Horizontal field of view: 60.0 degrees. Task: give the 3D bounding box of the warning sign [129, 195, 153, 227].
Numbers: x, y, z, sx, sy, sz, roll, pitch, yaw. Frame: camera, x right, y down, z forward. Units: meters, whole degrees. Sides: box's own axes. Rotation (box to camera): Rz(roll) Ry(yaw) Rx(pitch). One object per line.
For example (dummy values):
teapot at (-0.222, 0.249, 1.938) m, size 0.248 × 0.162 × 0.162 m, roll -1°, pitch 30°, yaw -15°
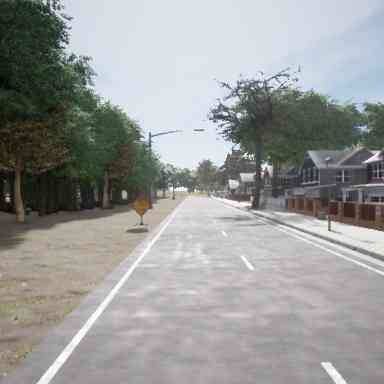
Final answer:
warning sign at (-3.064, 1.115, 20.131) m, size 1.300 × 1.860 × 1.060 m, roll -1°, pitch -1°, yaw 0°
